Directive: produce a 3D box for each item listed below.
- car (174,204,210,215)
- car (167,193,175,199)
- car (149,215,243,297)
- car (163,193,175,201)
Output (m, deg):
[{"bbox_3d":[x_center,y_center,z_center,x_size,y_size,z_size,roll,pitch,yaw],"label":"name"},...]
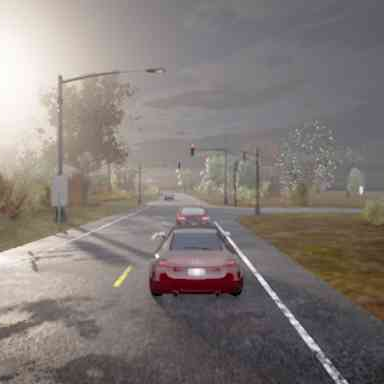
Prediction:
[{"bbox_3d":[0.003,1.397,18.025,1.812,1.442,4.674,0,0,-2],"label":"car"},{"bbox_3d":[-5.111,0.981,80.914,1.994,1.385,4.181,0,0,-2],"label":"car"},{"bbox_3d":[0.069,1.503,8.459,1.994,1.385,4.181,0,0,-1],"label":"car"},{"bbox_3d":[-4.580,1.137,65.454,1.895,1.301,4.718,0,0,-1],"label":"car"}]
